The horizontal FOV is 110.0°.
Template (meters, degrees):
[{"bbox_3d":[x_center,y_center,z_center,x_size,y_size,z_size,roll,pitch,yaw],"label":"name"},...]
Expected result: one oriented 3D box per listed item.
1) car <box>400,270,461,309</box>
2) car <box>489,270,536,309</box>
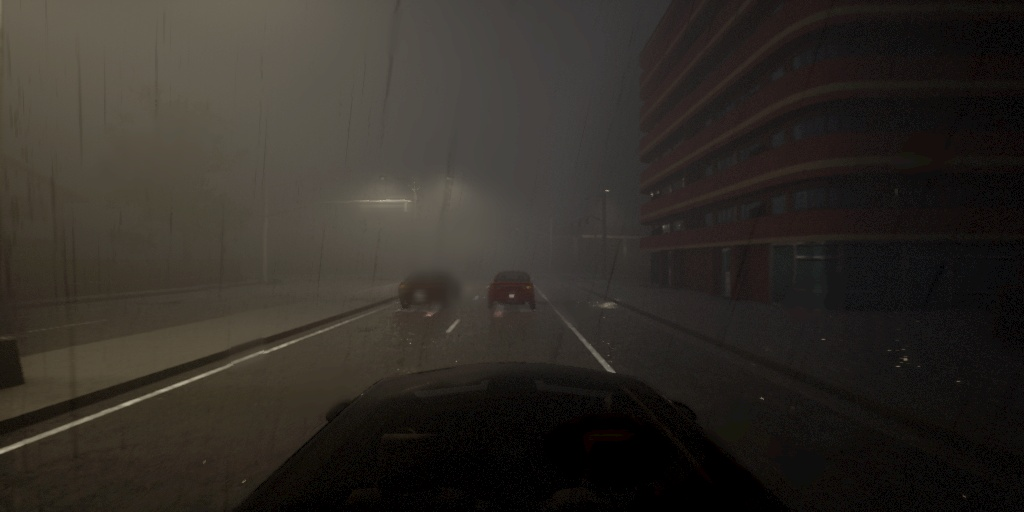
[{"bbox_3d":[-3.476,1.383,16.069,1.882,1.535,5.008,0,0,0],"label":"car"},{"bbox_3d":[0.022,1.383,16.073,1.882,1.535,5.008,0,0,0],"label":"car"}]
